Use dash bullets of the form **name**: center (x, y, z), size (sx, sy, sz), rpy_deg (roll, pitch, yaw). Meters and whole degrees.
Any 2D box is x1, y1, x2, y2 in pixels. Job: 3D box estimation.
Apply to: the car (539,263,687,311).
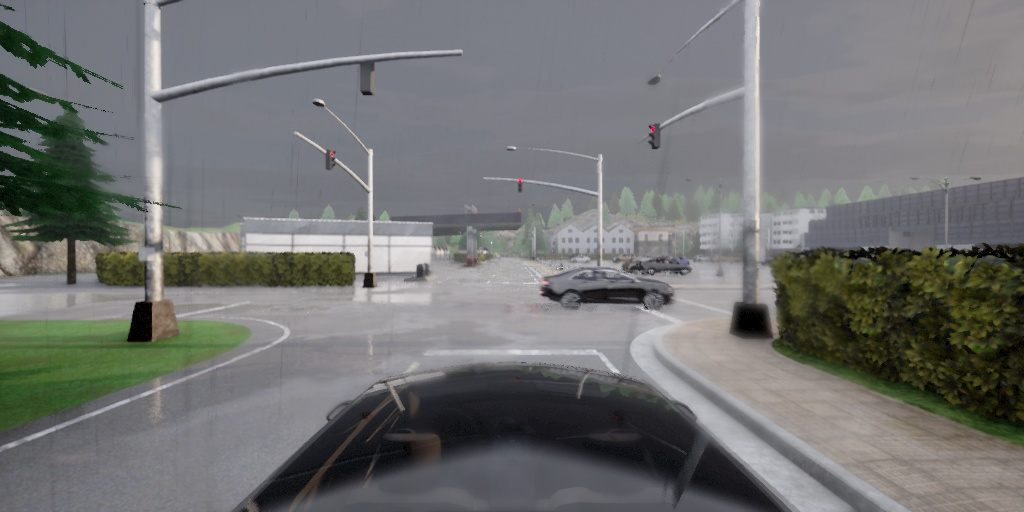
- **car**: center (3.463, 1.169, 13.373), size (4.902, 1.511, 2.128), rpy_deg (0, 0, 0)
